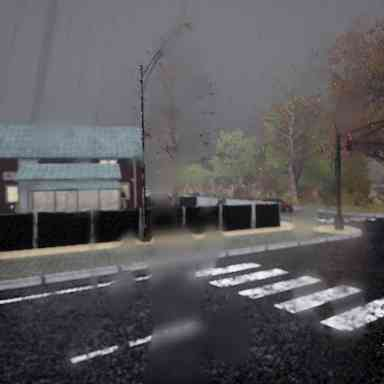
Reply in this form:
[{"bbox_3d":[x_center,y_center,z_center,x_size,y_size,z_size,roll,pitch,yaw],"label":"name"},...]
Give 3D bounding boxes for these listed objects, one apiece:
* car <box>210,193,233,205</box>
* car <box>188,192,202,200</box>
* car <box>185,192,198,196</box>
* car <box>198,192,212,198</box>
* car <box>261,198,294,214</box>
[{"bbox_3d":[4.663,1.300,46.250,2.033,1.411,5.357,-2,1,-15],"label":"car"},{"bbox_3d":[0.638,0.804,72.479,1.837,1.490,4.892,-2,1,-15],"label":"car"},{"bbox_3d":[-0.437,1.107,65.811,1.837,1.490,4.892,-2,0,-15],"label":"car"},{"bbox_3d":[3.211,0.902,62.781,2.097,1.767,4.553,-2,1,-15],"label":"car"},{"bbox_3d":[8.155,1.341,33.057,1.882,1.535,5.008,-2,1,-15],"label":"car"}]
